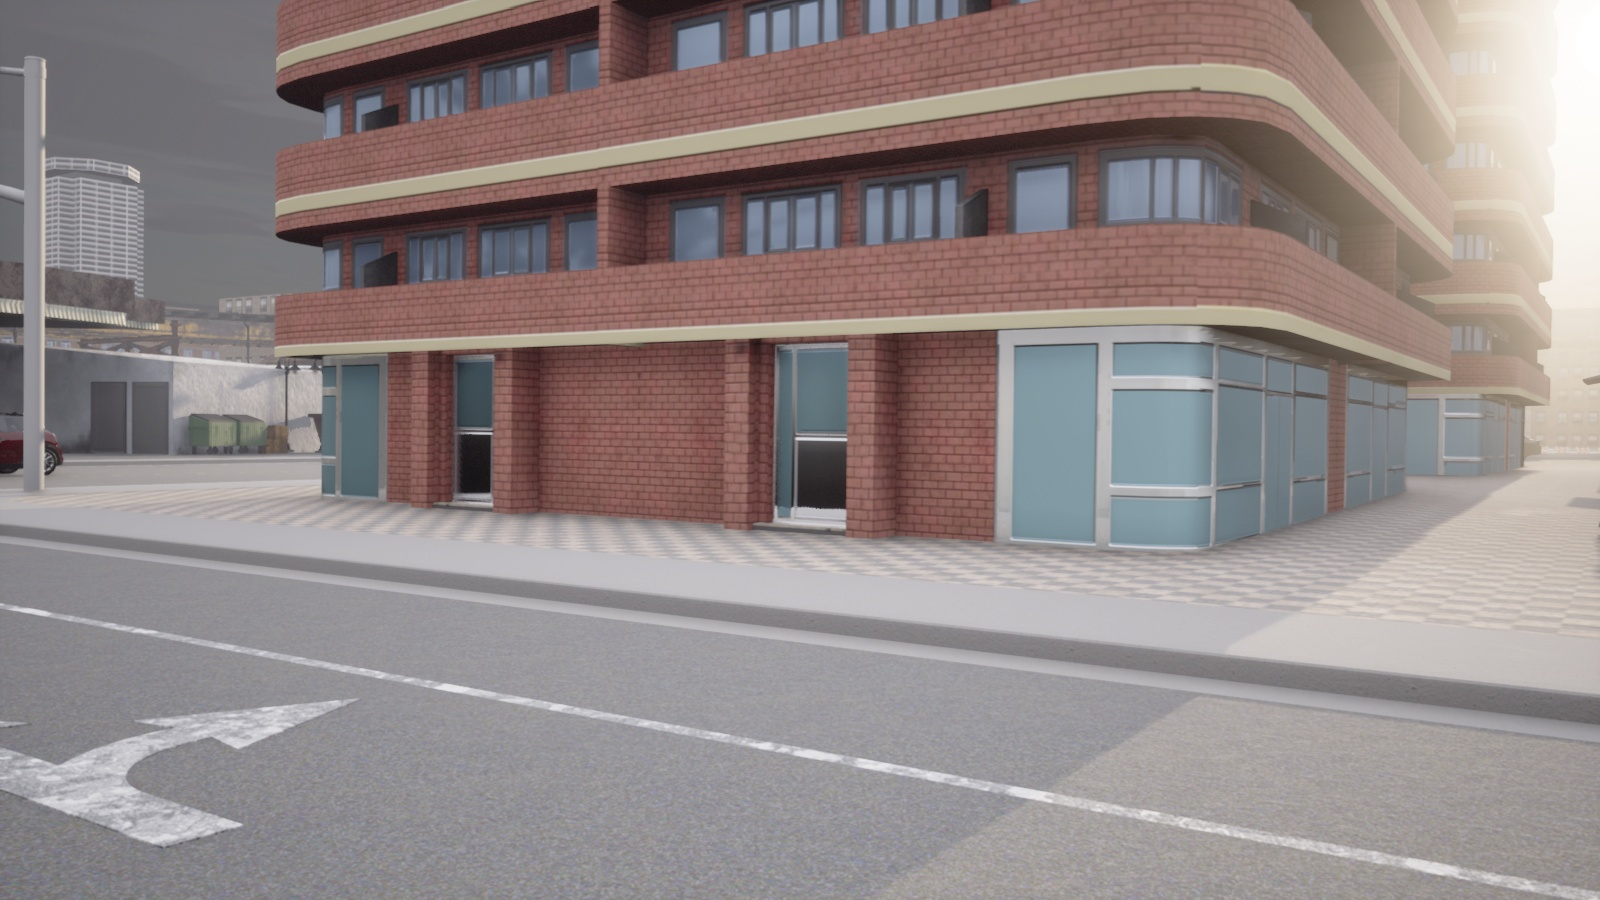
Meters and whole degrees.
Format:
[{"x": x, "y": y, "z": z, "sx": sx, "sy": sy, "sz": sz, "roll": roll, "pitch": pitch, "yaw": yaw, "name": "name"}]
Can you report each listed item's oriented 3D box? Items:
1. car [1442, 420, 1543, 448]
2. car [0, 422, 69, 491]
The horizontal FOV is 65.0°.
[{"x": 39.420, "y": -0.894, "z": 71.542, "sx": 4.892, "sy": 1.490, "sz": 1.837, "roll": -1, "pitch": 0, "yaw": 34, "name": "car"}, {"x": -21.646, "y": 0.176, "z": 32.210, "sx": 2.097, "sy": 1.767, "sz": 4.553, "roll": 0, "pitch": 1, "yaw": 32, "name": "car"}]
